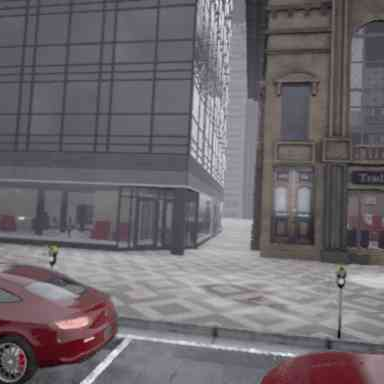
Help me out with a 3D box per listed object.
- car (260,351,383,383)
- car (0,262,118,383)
[{"bbox_3d":[2.926,1.769,2.144,5.008,1.535,1.882,2,-3,10],"label":"car"},{"bbox_3d":[-3.236,1.763,5.097,4.206,1.307,1.802,2,-3,10],"label":"car"}]
